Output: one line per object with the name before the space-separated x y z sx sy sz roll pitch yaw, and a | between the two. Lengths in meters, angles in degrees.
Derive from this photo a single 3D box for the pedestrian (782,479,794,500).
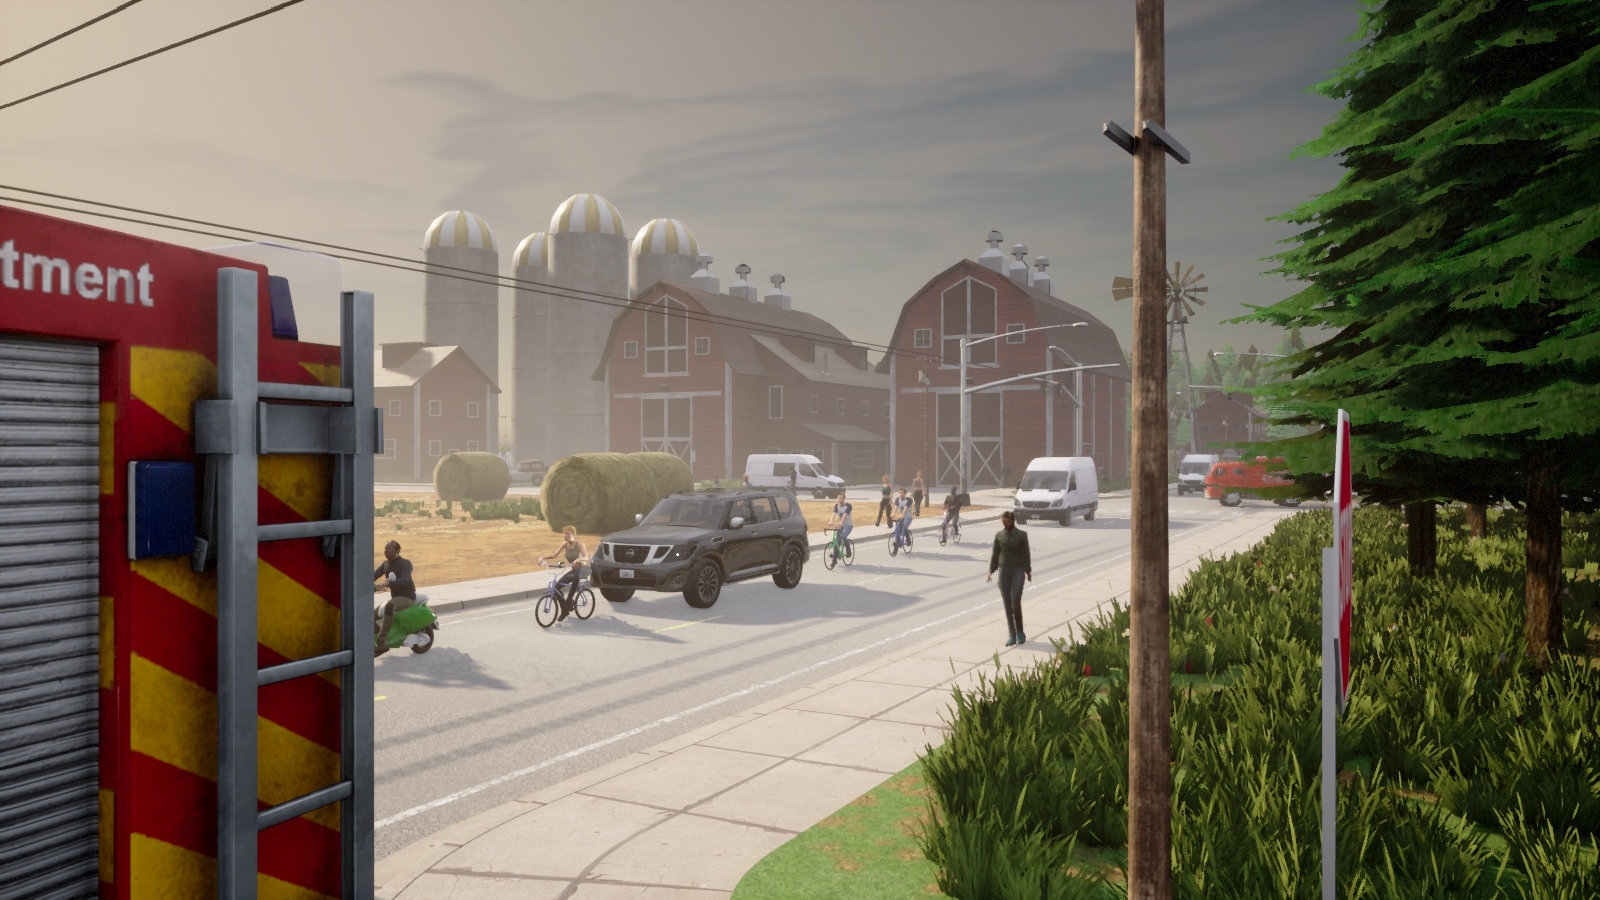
pedestrian | -0.612 2.049 59.407 0.500 1.100 0.500 0 0 19

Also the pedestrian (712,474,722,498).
pedestrian | -4.564 1.951 62.587 0.375 1.300 0.375 0 0 40

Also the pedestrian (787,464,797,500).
pedestrian | -0.406 1.670 60.027 0.375 1.860 0.375 0 0 26

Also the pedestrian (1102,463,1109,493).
pedestrian | 18.529 1.695 69.312 0.375 1.860 0.375 0 0 30

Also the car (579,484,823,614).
car | -1.733 1.779 22.472 2.150 2.045 5.566 0 0 27

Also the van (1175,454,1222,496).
van | 25.715 1.534 73.539 1.988 2.561 5.915 0 0 28

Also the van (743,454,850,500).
van | -0.220 1.504 65.696 5.915 2.561 1.988 0 0 27

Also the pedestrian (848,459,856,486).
pedestrian | 3.575 1.551 78.127 0.375 1.860 0.375 0 0 42

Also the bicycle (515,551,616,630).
bicycle | -3.808 2.256 18.627 0.859 1.080 1.487 0 0 28

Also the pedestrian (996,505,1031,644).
pedestrian | 2.935 1.696 15.687 0.375 1.860 0.375 0 0 28

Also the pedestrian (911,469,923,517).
pedestrian | 4.627 1.689 45.154 0.375 1.860 0.375 0 0 32

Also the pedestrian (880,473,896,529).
pedestrian | 2.966 1.695 38.467 0.375 1.860 0.375 0 0 38

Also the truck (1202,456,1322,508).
truck | 22.911 1.554 56.886 5.204 2.467 2.627 0 0 13

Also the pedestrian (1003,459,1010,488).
pedestrian | 13.470 1.551 74.531 0.375 1.860 0.375 0 0 31

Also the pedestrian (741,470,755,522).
pedestrian | -1.894 1.677 41.502 0.375 1.860 0.375 0 0 37

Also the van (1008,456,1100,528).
van | 9.985 1.533 44.498 1.988 2.561 5.915 0 0 28

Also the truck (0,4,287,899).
truck | -6.052 0.867 3.688 8.468 3.827 2.891 0 0 21

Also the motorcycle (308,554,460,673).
motorcycle | -5.549 2.142 15.359 0.856 1.316 1.805 0 0 28
